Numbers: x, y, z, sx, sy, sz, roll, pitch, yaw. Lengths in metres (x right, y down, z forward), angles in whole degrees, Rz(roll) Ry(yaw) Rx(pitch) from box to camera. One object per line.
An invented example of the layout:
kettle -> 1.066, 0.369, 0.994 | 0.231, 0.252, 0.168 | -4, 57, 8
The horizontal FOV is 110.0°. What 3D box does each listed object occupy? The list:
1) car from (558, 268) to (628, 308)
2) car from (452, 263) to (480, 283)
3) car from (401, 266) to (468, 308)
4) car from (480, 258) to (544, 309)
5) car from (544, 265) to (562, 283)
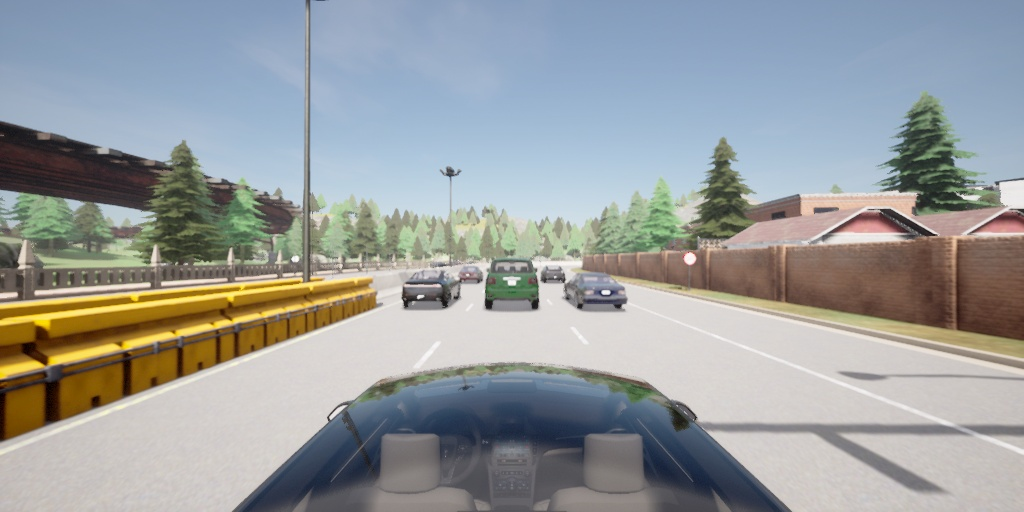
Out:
car -> 3.497, 1.429, 15.843 | 2.033, 1.411, 5.357 | 0, -1, 0
car -> -3.508, 1.569, 30.840 | 2.033, 1.411, 5.357 | 0, -1, 0
car -> -3.501, 1.377, 16.151 | 2.128, 1.511, 4.902 | 0, 0, 0
car -> -0.003, 1.099, 15.885 | 2.150, 2.045, 5.566 | 0, 0, 0
car -> 3.495, 1.517, 31.150 | 2.128, 1.511, 4.902 | 0, 0, 0
